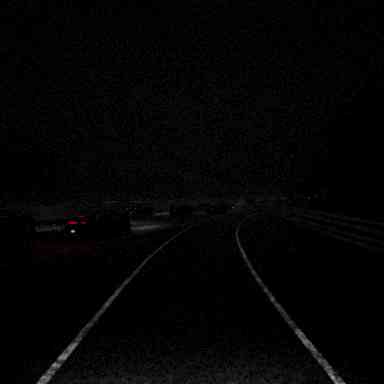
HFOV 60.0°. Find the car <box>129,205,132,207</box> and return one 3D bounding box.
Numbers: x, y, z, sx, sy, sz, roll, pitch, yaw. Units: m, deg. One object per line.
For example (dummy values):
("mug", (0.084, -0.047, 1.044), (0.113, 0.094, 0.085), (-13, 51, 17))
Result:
("car", (-6.962, 1.987, 26.161), (1.837, 1.490, 4.892), (-1, -1, 20))

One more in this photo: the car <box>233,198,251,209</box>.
("car", (9.037, 2.296, 60.557), (1.812, 1.442, 4.674), (-1, -1, 20))

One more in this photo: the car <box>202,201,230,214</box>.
("car", (3.295, 2.099, 44.475), (1.882, 1.535, 5.008), (-1, -1, 20))

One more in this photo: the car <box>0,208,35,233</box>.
("car", (-12.393, 1.819, 21.364), (2.097, 1.767, 4.553), (-1, -1, 20))

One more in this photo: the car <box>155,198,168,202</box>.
("car", (-7.432, 2.320, 76.888), (2.150, 2.045, 5.566), (-1, -1, 20))

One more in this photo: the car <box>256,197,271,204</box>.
("car", (19.162, 2.553, 88.908), (1.837, 1.490, 4.892), (-1, -1, 20))

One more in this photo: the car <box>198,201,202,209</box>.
("car", (2.445, 2.376, 62.910), (1.812, 1.442, 4.674), (-1, -1, 20))

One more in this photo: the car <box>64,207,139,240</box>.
("car", (-5.480, 1.887, 19.903), (2.128, 1.511, 4.902), (-1, -1, 20))

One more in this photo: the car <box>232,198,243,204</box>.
("car", (12.554, 2.487, 91.221), (2.097, 1.767, 4.553), (-1, -1, 20))

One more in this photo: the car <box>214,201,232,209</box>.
("car", (5.741, 2.357, 61.731), (2.033, 1.411, 5.357), (-1, -1, 20))

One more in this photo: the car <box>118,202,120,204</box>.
("car", (-12.721, 2.505, 62.092), (2.033, 1.411, 5.357), (-1, -1, 20))

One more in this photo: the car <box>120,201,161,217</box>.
("car", (-6.022, 2.122, 39.198), (2.128, 1.511, 4.902), (-1, -1, 20))

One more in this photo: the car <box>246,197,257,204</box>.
("car", (15.877, 2.319, 90.125), (2.150, 2.045, 5.566), (-1, -1, 20))

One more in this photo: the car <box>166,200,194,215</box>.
("car", (-1.212, 2.108, 42.263), (1.882, 1.535, 5.008), (-1, -1, 20))

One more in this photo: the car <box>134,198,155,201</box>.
("car", (-9.396, 2.140, 61.035), (2.150, 2.045, 5.566), (-1, -1, 20))
